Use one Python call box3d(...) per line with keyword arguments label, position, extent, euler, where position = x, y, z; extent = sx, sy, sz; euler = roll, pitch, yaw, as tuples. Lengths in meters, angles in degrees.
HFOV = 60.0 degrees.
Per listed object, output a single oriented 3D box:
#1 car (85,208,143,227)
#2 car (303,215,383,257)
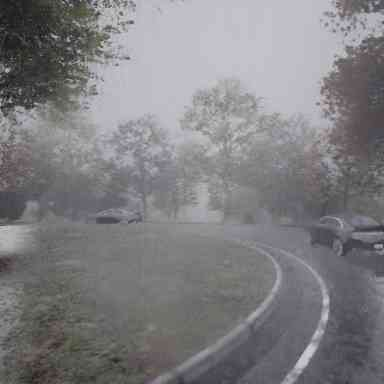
box3d(label="car", position=(-6.538, 2.105, 27.818), extent=(4.902, 1.511, 2.128), euler=(-1, -1, 14))
box3d(label="car", position=(6.195, 1.671, 13.675), extent=(2.128, 1.511, 4.902), euler=(0, -1, -3))
